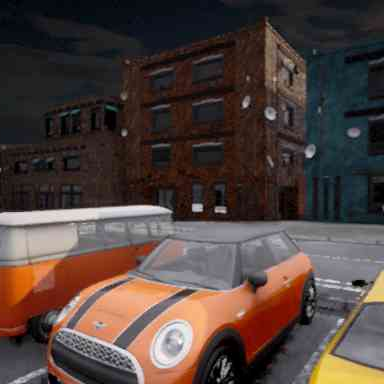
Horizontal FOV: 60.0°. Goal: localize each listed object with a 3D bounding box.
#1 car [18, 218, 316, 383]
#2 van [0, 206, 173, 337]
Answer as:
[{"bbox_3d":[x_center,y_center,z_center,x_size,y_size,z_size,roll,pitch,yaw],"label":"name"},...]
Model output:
[{"bbox_3d":[0.261,1.380,5.001,2.185,1.767,4.553,-1,0,36],"label":"car"},{"bbox_3d":[-1.904,1.307,6.653,1.878,1.987,4.442,-1,0,36],"label":"van"}]
